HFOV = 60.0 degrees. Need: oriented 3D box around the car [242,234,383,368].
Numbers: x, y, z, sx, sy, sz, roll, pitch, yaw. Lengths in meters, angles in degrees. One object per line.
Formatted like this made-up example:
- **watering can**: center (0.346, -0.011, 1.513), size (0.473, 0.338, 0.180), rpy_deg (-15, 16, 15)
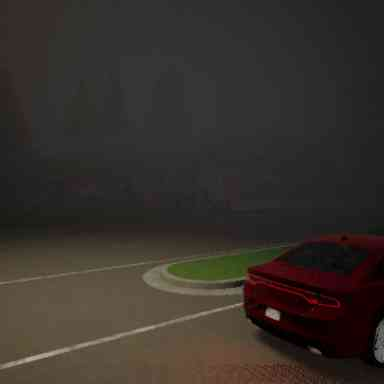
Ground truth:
- **car**: center (3.150, 1.489, 5.834), size (5.008, 1.535, 1.882), rpy_deg (0, 0, -34)
